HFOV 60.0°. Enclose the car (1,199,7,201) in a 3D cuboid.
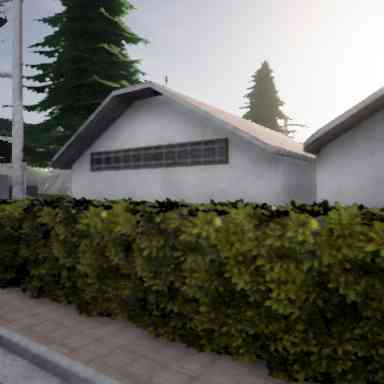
[{"bbox_3d":[-20.679,1.560,35.478,4.611,1.667,2.242,0,0,35],"label":"car"}]
